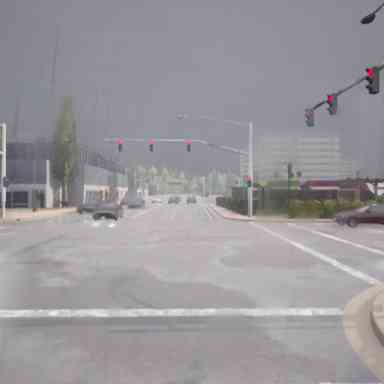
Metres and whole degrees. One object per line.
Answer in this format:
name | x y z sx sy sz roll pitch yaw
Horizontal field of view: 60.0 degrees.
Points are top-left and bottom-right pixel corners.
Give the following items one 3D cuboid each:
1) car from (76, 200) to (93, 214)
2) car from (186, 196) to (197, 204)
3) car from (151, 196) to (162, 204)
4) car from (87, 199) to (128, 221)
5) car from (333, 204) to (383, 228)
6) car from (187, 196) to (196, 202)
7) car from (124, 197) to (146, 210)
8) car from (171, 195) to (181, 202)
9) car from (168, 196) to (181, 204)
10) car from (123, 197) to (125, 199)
car | -10.660 1.574 35.577 2.033 1.411 5.357 0 0 0
car | -0.108 1.540 64.565 2.128 1.511 4.902 0 0 0
car | -7.134 1.575 66.765 1.812 1.442 4.674 0 0 0
car | -6.856 1.568 27.610 2.033 1.411 5.357 0 0 -4
car | 11.769 1.542 21.917 4.674 1.442 1.812 0 0 1
car | -0.125 1.524 74.870 1.895 1.301 4.718 0 0 0
car | -7.172 1.537 43.725 1.837 1.490 4.892 0 0 0
car | -3.625 1.481 74.833 1.994 1.385 4.181 0 0 0
car | -3.608 1.596 64.559 2.033 1.411 5.357 0 0 0
car | -10.680 1.546 55.316 1.837 1.490 4.892 0 0 0
